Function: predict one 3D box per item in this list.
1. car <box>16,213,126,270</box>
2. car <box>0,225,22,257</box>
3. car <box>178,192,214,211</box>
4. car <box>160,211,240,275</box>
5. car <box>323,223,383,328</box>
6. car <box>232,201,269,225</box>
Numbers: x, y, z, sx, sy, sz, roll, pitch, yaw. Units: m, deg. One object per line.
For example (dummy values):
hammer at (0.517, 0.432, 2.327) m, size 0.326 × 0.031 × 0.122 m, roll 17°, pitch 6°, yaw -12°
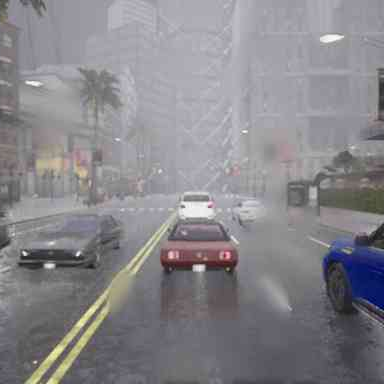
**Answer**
car at (-3.515, 1.421, 10.904) m, size 2.033 × 1.411 × 5.357 m, roll 0°, pitch 1°, yaw 1°
car at (-7.034, 1.438, 8.900) m, size 2.033 × 1.411 × 5.357 m, roll 0°, pitch 1°, yaw 1°
car at (0.283, 0.982, 21.990) m, size 2.150 × 2.045 × 5.566 m, roll 0°, pitch 1°, yaw 1°
car at (0.185, 1.491, 10.075) m, size 1.895 × 1.301 × 4.718 m, roll 0°, pitch 1°, yaw 0°
car at (3.642, 1.179, 4.209) m, size 2.150 × 2.045 × 5.566 m, roll 0°, pitch 0°, yaw 0°
car at (3.763, 1.295, 21.705) m, size 1.812 × 1.442 × 4.674 m, roll 0°, pitch 1°, yaw 0°
